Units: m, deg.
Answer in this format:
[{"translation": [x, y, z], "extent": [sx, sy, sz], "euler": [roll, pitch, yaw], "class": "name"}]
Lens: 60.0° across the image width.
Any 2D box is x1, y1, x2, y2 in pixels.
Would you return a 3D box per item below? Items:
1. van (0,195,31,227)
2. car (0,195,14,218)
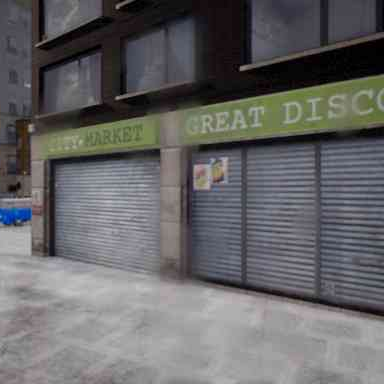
[{"translation": [-10.753, 1.302, 22.222], "extent": [1.690, 1.788, 3.998], "euler": [1, 1, 36], "class": "van"}, {"translation": [-17.685, 1.254, 27.183], "extent": [2.192, 1.841, 5.009], "euler": [1, 1, 36], "class": "car"}]
